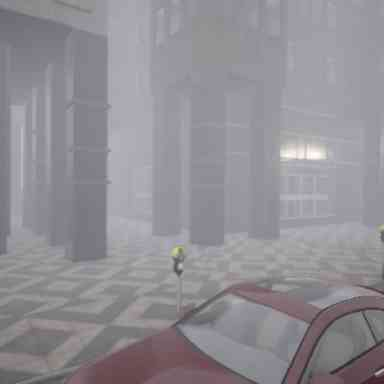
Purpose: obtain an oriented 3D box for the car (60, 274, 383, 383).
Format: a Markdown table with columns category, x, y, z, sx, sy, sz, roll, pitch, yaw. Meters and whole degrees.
| category | x | y | z | sx | sy | sz | roll | pitch | yaw |
| --- | --- | --- | --- | --- | --- | --- | --- | --- | --- |
| car | 0.841 | 1.550 | 3.120 | 4.206 | 1.307 | 1.802 | 0 | 1 | -34 |
